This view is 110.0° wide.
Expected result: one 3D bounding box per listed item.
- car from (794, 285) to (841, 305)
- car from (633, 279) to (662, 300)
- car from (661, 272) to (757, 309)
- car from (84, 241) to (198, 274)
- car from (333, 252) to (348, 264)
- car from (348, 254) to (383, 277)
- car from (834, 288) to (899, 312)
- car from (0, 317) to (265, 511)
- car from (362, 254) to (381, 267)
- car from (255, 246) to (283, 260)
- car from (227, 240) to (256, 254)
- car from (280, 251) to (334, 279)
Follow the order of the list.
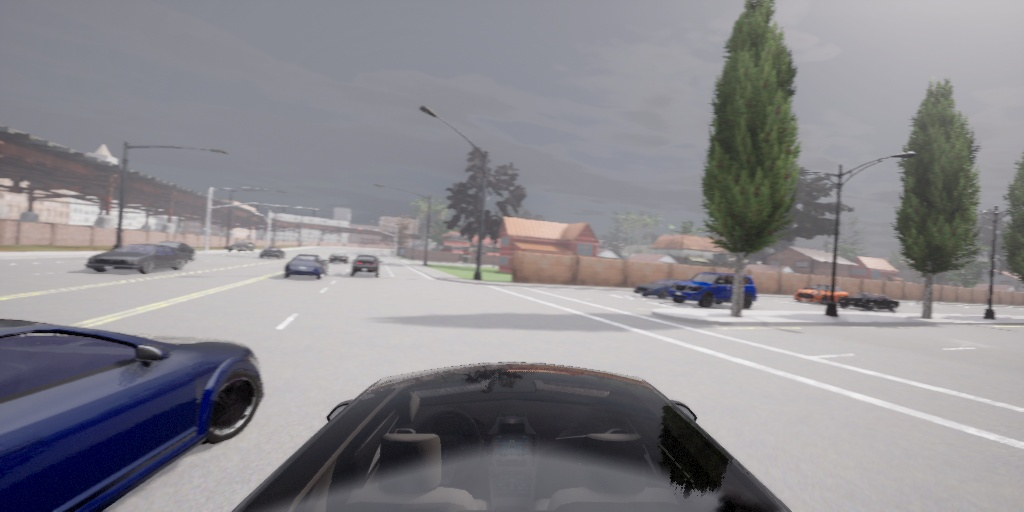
[{"bbox_3d":[27.039,3.285,31.351,4.553,1.767,2.097,4,0,-22],"label":"car"},{"bbox_3d":[11.139,2.285,24.995,5.357,1.411,2.033,4,0,-22],"label":"car"},{"bbox_3d":[12.161,2.006,21.626,5.566,2.045,2.150,4,-1,-22],"label":"car"},{"bbox_3d":[-18.645,0.082,18.248,2.033,1.411,5.357,4,0,-21],"label":"car"},{"bbox_3d":[-20.142,0.216,41.913,1.895,1.301,4.718,4,-1,-22],"label":"car"},{"bbox_3d":[-10.778,0.673,26.650,1.837,1.490,4.892,3,-1,-19],"label":"car"},{"bbox_3d":[27.611,3.548,27.819,4.718,1.301,1.895,4,0,-22],"label":"car"},{"bbox_3d":[-3.572,1.059,2.243,1.994,1.385,4.181,4,0,-6],"label":"car"},{"bbox_3d":[-16.880,0.461,43.121,1.895,1.301,4.718,4,0,-20],"label":"car"},{"bbox_3d":[-27.543,-0.359,41.370,1.994,1.385,4.181,4,-1,-21],"label":"car"},{"bbox_3d":[-31.446,-1.087,41.911,1.837,1.490,4.892,4,0,-21],"label":"car"},{"bbox_3d":[-12.379,0.579,21.838,1.994,1.385,4.181,4,0,-22],"label":"car"}]
